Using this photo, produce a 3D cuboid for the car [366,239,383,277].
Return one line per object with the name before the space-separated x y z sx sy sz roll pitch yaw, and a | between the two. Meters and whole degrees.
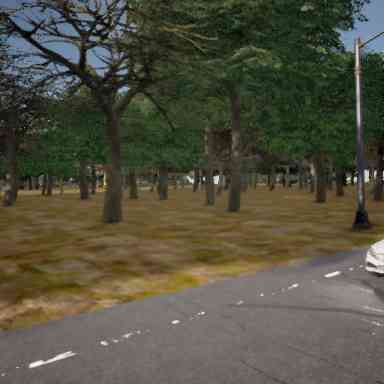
car | 6.494 1.417 8.892 4.674 1.442 1.812 -1 0 -37
